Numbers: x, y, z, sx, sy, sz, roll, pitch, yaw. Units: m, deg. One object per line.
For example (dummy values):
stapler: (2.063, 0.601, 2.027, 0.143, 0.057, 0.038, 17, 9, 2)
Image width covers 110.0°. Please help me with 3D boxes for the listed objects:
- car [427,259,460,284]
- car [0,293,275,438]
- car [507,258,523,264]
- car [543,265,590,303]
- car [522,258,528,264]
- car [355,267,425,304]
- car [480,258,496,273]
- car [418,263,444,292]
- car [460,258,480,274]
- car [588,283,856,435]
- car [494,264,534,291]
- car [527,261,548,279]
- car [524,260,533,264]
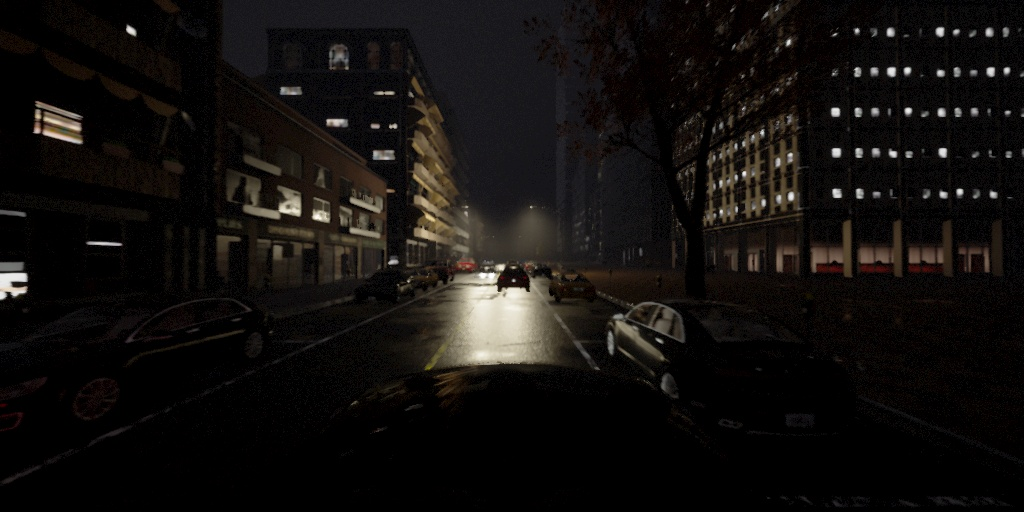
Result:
car: (-5.688, 1.138, 27.823, 2.192, 1.841, 5.009, 0, 0, 0)
car: (-5.689, 1.311, 5.544, 2.007, 1.370, 4.403, 0, 0, 0)
car: (0.103, 1.373, 43.464, 1.837, 1.490, 4.892, 0, 0, 0)
car: (2.692, 1.316, 16.852, 1.751, 1.417, 4.829, 0, 0, 0)
car: (2.694, 1.328, 50.099, 1.967, 1.591, 4.097, 0, 0, 0)
car: (-5.689, 1.357, 16.684, 1.948, 1.339, 4.313, 0, 0, 0)
car: (-3.046, 1.368, 45.895, 2.128, 1.511, 4.902, 0, 0, 1)
car: (-5.688, 1.332, 22.083, 1.751, 1.417, 4.829, 0, 0, 0)
car: (-5.687, 1.186, 44.530, 2.192, 1.841, 5.009, 0, 0, 0)
car: (2.692, 1.311, 5.542, 2.007, 1.370, 4.403, 0, 0, 0)
car: (0.103, 1.372, 22.301, 1.994, 1.385, 4.181, 0, 0, 0)
car: (2.693, 1.389, 33.391, 2.007, 1.370, 4.403, 0, 0, 0)
car: (2.694, 1.405, 38.959, 2.007, 1.370, 4.403, 0, 0, 0)
